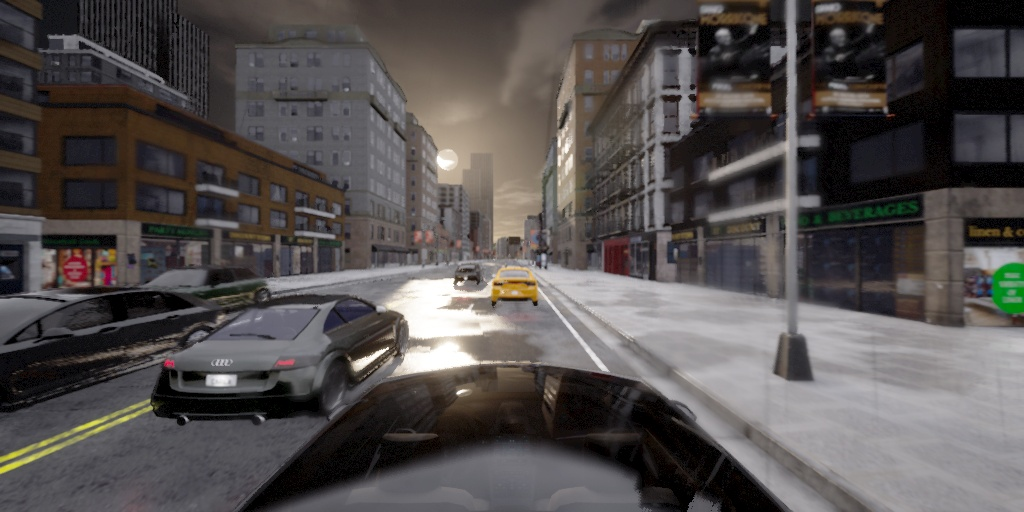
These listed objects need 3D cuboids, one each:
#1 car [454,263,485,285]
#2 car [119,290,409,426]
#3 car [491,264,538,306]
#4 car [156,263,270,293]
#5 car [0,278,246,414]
[{"bbox_3d":[-3.138,1.279,26.690,1.837,1.490,4.892,0,0,0],"label":"car"},{"bbox_3d":[-3.148,1.318,5.892,1.994,1.385,4.181,0,0,0],"label":"car"},{"bbox_3d":[0.107,1.241,16.026,1.882,1.535,5.008,0,0,0],"label":"car"},{"bbox_3d":[-9.839,1.111,11.140,2.097,1.767,4.553,0,0,0],"label":"car"},{"bbox_3d":[-6.597,1.258,5.145,1.837,1.490,4.892,0,0,0],"label":"car"}]
